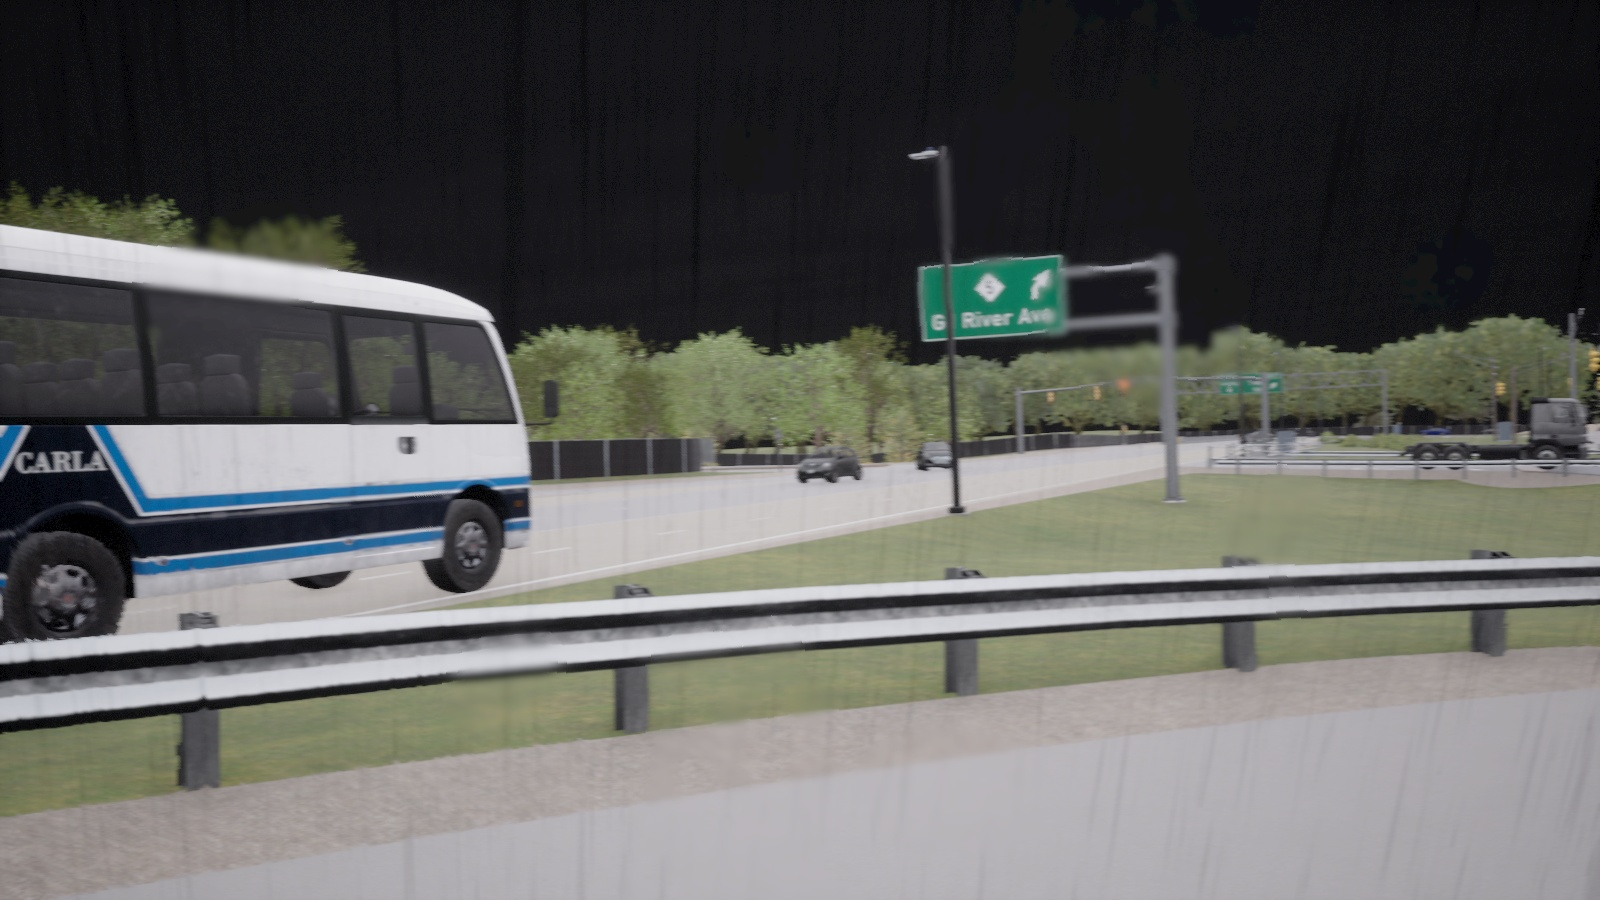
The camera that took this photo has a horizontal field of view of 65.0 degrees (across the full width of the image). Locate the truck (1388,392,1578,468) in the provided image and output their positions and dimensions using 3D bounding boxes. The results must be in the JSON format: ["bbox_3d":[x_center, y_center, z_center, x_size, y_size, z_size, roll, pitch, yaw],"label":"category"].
[{"bbox_3d":[33.025,-0.935,61.074,7.936,3.462,2.891,-1,1,27],"label":"truck"}]

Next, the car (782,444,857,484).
[{"bbox_3d":[0.915,0.613,56.309,1.851,1.617,3.988,-2,0,25],"label":"car"}]

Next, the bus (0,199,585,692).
[{"bbox_3d":[-7.233,-0.061,14.732,3.944,4.253,10.273,-2,0,25],"label":"bus"}]

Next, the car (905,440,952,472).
[{"bbox_3d":[7.213,0.309,70.867,2.033,1.649,4.856,-2,0,-1],"label":"car"}]
